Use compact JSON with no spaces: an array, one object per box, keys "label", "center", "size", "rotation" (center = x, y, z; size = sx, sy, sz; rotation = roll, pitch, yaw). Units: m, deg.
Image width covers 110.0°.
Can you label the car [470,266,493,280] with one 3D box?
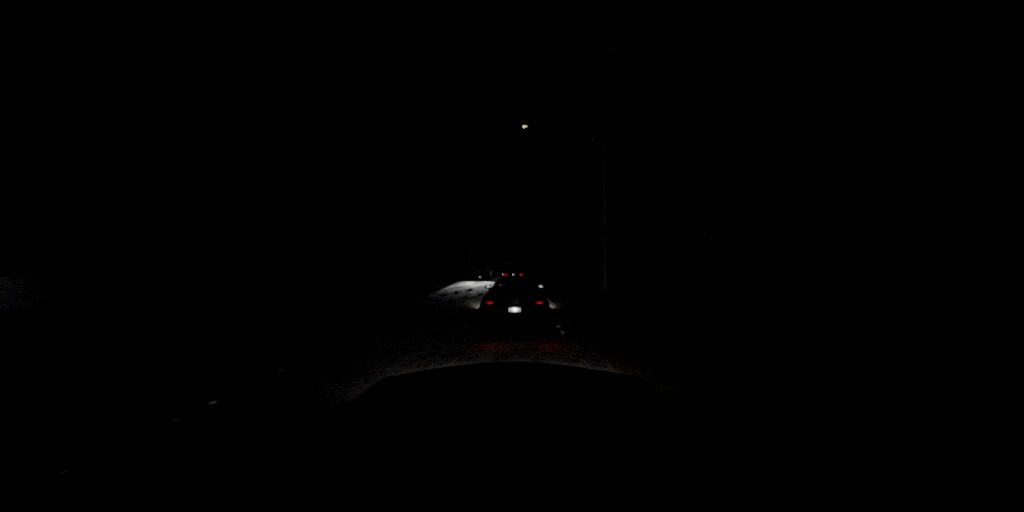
[{"label":"car","center":[-2.846,1.592,34.110],"size":[1.895,1.301,4.718],"rotation":[0,0,0]}]

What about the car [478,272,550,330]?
[{"label":"car","center":[0.082,1.389,11.394],"size":[1.994,1.385,4.181],"rotation":[0,0,0]}]

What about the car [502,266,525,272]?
[{"label":"car","center":[0.094,1.509,30.061],"size":[2.033,1.411,5.357],"rotation":[0,0,0]}]
